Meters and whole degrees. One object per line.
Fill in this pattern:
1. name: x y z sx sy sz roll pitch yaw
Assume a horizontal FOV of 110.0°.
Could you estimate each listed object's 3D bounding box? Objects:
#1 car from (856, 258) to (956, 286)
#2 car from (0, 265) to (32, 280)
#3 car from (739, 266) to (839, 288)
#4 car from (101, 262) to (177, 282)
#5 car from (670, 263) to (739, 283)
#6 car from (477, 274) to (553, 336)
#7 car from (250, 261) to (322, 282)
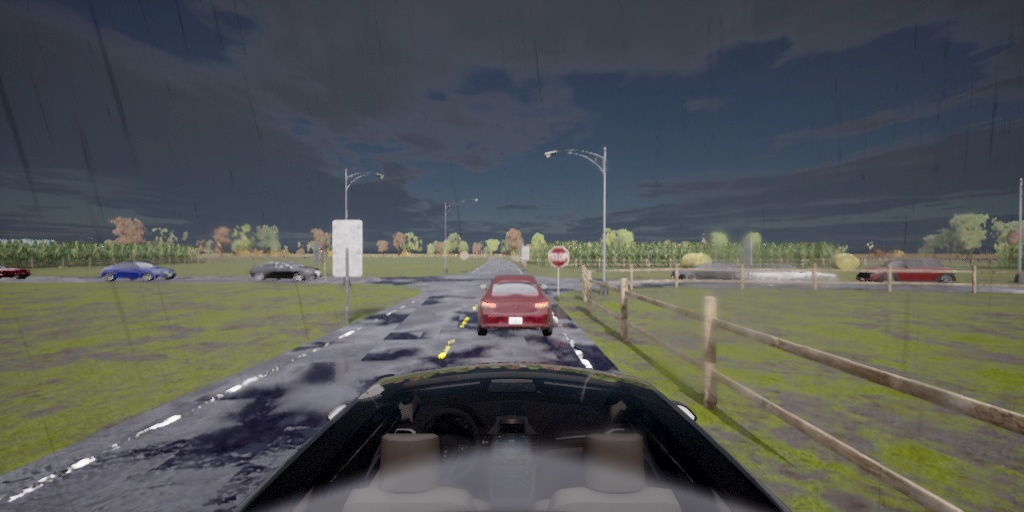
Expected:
1. car: 26.067 1.030 23.954 4.553 1.767 2.097 0 1 13
2. car: -39.787 1.239 27.124 4.718 1.301 1.895 0 1 -2
3. car: 17.591 1.292 22.803 4.718 1.301 1.895 0 1 12
4. car: -28.281 1.167 27.202 4.674 1.442 1.812 0 1 1
5. car: 14.581 1.204 26.207 5.357 1.411 2.033 0 1 10
6. car: 0.058 1.244 10.147 1.812 1.442 4.674 0 0 -1
7. car: -16.842 1.140 26.806 4.902 1.511 2.128 0 1 3
